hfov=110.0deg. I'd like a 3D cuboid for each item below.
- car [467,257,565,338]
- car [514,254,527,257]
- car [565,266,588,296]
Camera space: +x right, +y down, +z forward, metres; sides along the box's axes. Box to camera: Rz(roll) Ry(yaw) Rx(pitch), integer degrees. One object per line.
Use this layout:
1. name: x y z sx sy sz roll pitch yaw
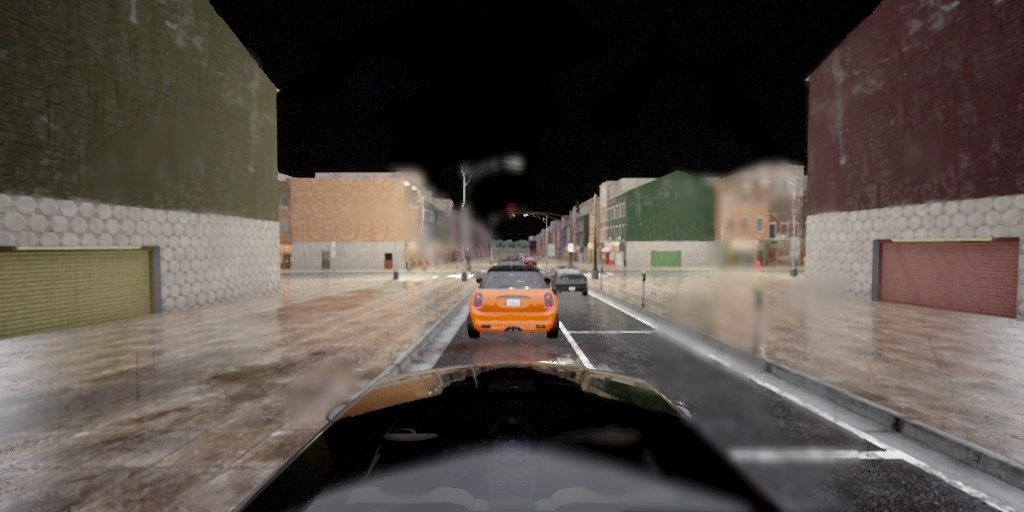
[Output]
1. car: 0.039 1.020 10.011 2.097 1.767 4.553 0 1 0
2. car: -0.058 0.924 19.902 2.097 1.767 4.553 0 1 0
3. car: 2.586 1.145 17.592 2.007 1.370 4.403 0 0 0
